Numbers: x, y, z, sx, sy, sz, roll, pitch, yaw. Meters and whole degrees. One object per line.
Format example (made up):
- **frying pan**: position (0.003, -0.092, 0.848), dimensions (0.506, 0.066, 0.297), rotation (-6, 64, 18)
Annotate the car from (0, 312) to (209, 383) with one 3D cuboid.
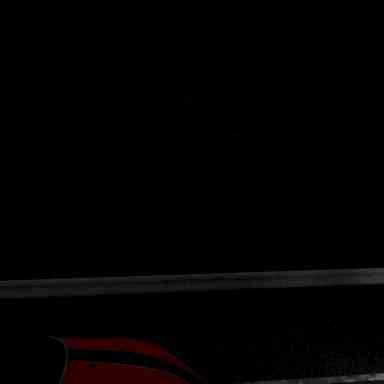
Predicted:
- **car**: position (-1.880, 1.352, 1.634), dimensions (4.553, 1.767, 2.097), rotation (0, 0, -6)
